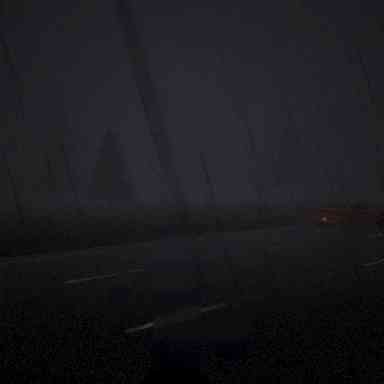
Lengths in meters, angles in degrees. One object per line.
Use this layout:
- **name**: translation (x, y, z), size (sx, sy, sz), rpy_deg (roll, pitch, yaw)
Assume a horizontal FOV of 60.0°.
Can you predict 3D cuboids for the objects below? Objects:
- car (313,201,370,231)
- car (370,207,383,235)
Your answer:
- **car**: translation (8.895, 1.219, 18.689), size (5.008, 1.535, 1.882), rpy_deg (-1, 1, -35)
- **car**: translation (10.713, 1.223, 15.686), size (5.008, 1.535, 1.882), rpy_deg (-1, 0, -35)
